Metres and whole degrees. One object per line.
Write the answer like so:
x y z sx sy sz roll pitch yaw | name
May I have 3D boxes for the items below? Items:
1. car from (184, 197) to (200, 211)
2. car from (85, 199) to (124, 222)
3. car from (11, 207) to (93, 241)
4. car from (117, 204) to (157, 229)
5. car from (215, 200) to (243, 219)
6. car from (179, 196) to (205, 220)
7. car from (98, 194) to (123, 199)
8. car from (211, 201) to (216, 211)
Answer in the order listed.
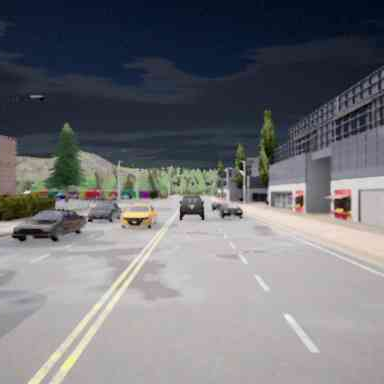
0.045 1.524 44.678 2.097 1.767 4.553 0 0 0 | car
-7.046 1.610 27.336 1.837 1.490 4.892 0 0 0 | car
-7.085 1.614 17.218 2.033 1.411 5.357 0 0 1 | car
-3.502 1.577 22.777 1.882 1.535 5.008 0 0 0 | car
3.511 1.721 30.875 1.895 1.301 4.718 0 0 0 | car
0.002 1.339 29.674 2.150 2.045 5.566 0 0 0 | car
-21.470 1.490 87.567 4.605 1.855 1.932 0 0 0 | car
3.541 1.771 44.011 1.895 1.301 4.718 0 0 1 | car
